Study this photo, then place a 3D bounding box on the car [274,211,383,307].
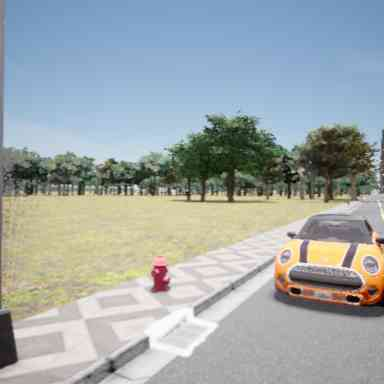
[{"bbox_3d":[3.567,1.372,8.268,2.097,1.767,4.553,0,0,29],"label":"car"}]
